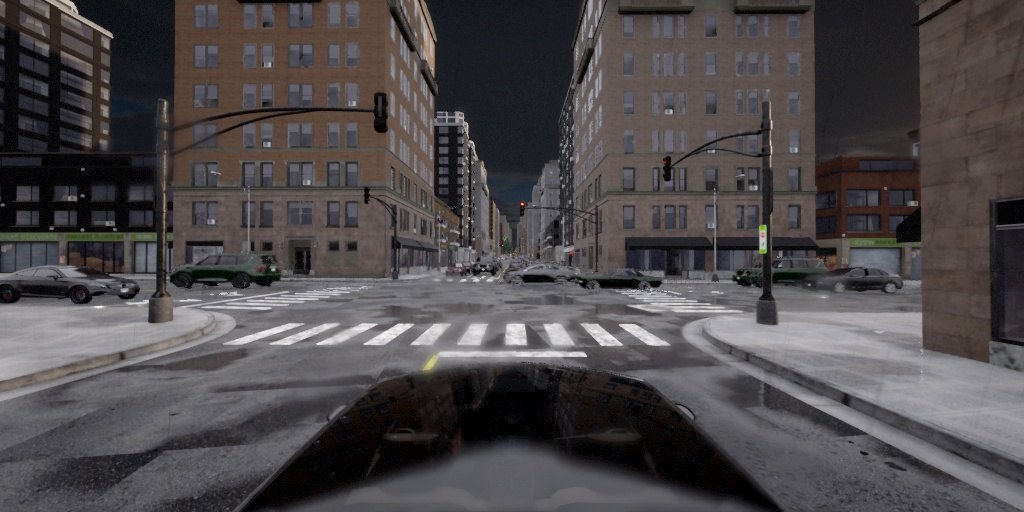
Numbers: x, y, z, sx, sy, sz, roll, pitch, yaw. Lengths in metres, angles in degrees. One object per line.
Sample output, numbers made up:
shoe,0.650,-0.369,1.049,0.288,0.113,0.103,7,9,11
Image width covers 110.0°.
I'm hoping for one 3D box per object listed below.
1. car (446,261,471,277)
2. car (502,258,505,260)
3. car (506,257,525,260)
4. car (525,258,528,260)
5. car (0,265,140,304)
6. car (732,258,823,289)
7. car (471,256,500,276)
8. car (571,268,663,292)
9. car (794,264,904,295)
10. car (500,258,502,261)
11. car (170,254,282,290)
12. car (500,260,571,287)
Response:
car,-5.563,1.336,36.297,1.802,1.307,4.207,0,0,1
car,-2.529,1.353,58.148,1.895,1.301,4.718,0,0,1
car,0.575,1.244,51.595,2.128,1.511,4.902,0,0,1
car,3.096,1.303,47.258,2.007,1.370,4.403,0,0,1
car,-17.929,1.106,14.483,4.674,1.442,1.812,0,-1,1
car,18.068,1.154,24.209,5.566,2.045,2.150,1,-1,0
car,-2.787,0.976,37.804,2.150,2.045,5.566,0,0,1
car,6.115,1.383,21.028,4.718,1.301,1.895,1,0,0
car,19.794,1.413,20.947,4.892,1.490,1.837,-1,-1,0
car,-2.665,1.258,47.892,1.837,1.490,4.892,0,0,1
car,-16.741,0.878,21.173,5.566,2.045,2.150,0,-1,0
car,1.827,1.243,24.302,4.902,1.511,2.128,0,0,0
